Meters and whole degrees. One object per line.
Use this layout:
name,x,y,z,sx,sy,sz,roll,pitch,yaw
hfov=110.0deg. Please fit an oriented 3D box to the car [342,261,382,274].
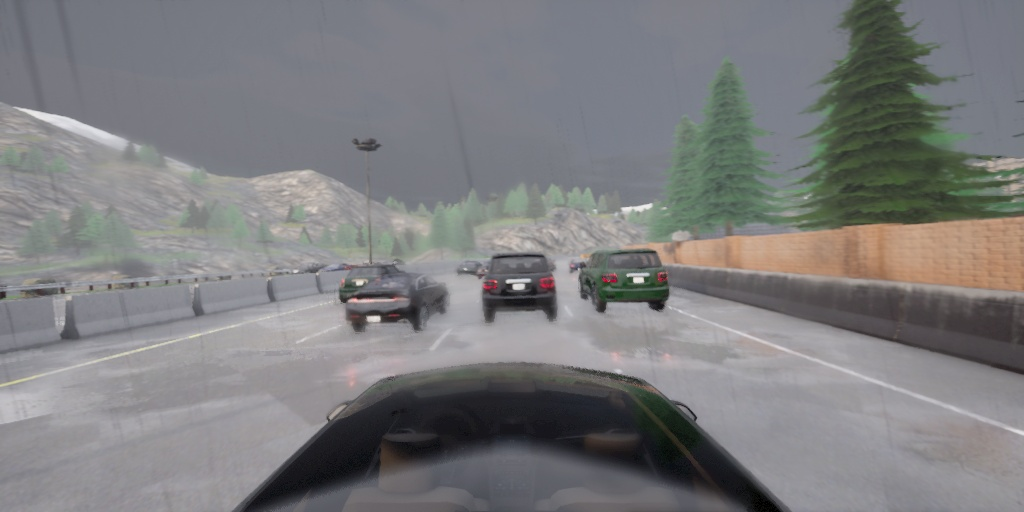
car,-17.186,1.261,41.454,1.895,1.301,4.718,-2,0,12

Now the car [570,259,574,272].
car,6.753,0.904,35.460,1.895,1.301,4.718,-2,0,12

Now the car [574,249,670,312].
car,3.842,0.775,13.195,2.150,2.045,5.566,-2,0,3

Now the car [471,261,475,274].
car,-1.466,1.132,29.545,2.033,1.411,5.357,-2,0,9

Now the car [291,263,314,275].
car,-24.015,1.573,42.965,2.128,1.511,4.902,-2,0,12

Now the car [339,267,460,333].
car,-3.210,1.265,10.934,2.128,1.511,4.902,-2,0,2

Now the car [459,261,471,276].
car,-3.917,1.175,35.452,1.994,1.385,4.181,-2,0,11

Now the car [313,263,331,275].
car,-20.592,1.603,42.226,1.812,1.442,4.674,-2,0,12

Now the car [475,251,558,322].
car,0.297,0.884,12.177,2.150,2.045,5.566,-2,0,2

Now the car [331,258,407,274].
car,-6.354,1.167,17.424,2.097,1.767,4.553,-2,0,4

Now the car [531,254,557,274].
car,3.311,0.751,35.958,2.097,1.767,4.553,-2,0,11
